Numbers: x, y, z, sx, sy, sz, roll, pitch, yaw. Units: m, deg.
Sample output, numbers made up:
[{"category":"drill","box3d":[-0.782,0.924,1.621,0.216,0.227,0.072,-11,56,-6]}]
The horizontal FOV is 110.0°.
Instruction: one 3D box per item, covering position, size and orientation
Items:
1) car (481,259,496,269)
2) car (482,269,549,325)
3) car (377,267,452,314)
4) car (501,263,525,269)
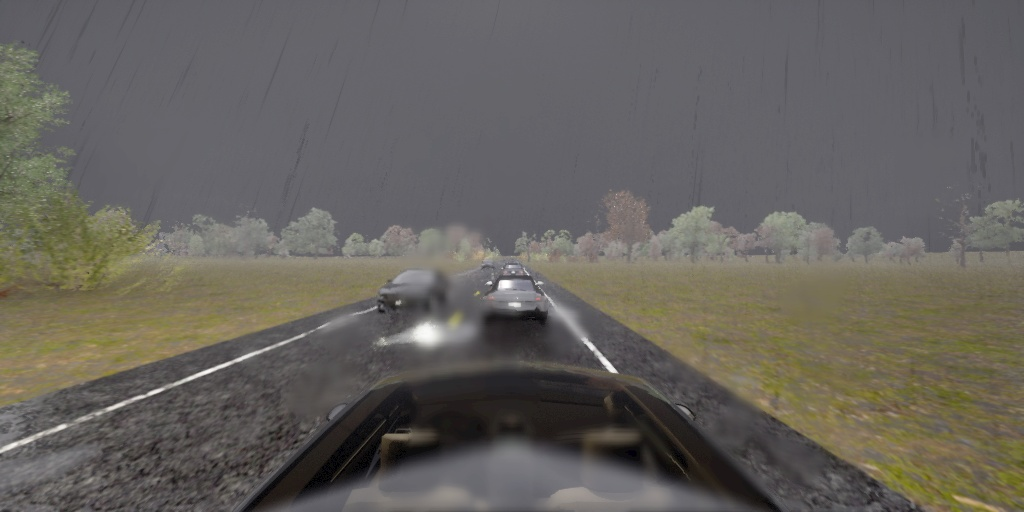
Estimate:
[{"category":"car","box3d":[-3.554,1.246,54.567,1.837,1.490,4.892,0,0,0]},{"category":"car","box3d":[0.101,1.313,11.852,1.994,1.385,4.181,0,0,0]},{"category":"car","box3d":[-3.599,1.226,13.968,1.882,1.535,5.008,0,0,0]},{"category":"car","box3d":[0.103,1.294,29.835,2.033,1.411,5.357,0,0,0]}]
